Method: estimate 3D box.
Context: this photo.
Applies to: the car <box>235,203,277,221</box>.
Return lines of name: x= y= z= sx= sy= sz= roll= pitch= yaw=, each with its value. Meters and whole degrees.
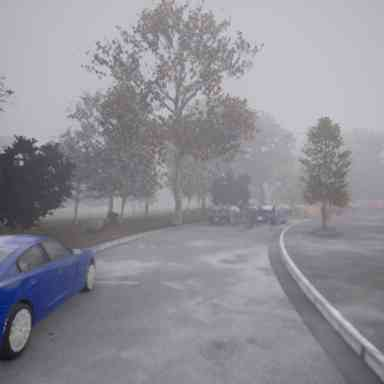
car: x=6.372 y=1.945 z=32.522 sx=2.097 sy=1.535 sz=5.008 roll=-3 pitch=-4 yaw=35

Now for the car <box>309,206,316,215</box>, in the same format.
car: x=18.504 y=2.331 z=44.290 sx=4.892 sy=1.521 sz=2.231 roll=1 pitch=-4 yaw=-32

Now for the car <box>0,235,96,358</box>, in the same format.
car: x=-3.283 y=1.522 z=6.097 sx=2.097 sy=1.535 sz=5.008 roll=0 pitch=-1 yaw=1

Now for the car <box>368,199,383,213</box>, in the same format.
car: x=28.730 y=2.115 z=49.402 sx=5.566 sy=2.045 sz=2.435 roll=0 pitch=-4 yaw=-21

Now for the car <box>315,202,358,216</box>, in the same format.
car: x=17.195 y=1.749 z=38.760 sx=5.566 sy=2.045 sz=2.150 roll=1 pitch=-5 yaw=-40

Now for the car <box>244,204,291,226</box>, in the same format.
car: x=5.725 y=1.656 z=24.728 sx=1.882 sy=1.535 sz=5.008 roll=-3 pitch=-2 yaw=27

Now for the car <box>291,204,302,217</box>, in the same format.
car: x=9.840 y=2.088 z=37.016 sx=2.231 sy=1.521 sz=4.892 roll=-4 pitch=-4 yaw=41

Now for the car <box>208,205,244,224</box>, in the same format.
car: x=2.998 y=1.827 z=27.731 sx=2.231 sy=1.521 sz=4.892 roll=-2 pitch=-2 yaw=28
